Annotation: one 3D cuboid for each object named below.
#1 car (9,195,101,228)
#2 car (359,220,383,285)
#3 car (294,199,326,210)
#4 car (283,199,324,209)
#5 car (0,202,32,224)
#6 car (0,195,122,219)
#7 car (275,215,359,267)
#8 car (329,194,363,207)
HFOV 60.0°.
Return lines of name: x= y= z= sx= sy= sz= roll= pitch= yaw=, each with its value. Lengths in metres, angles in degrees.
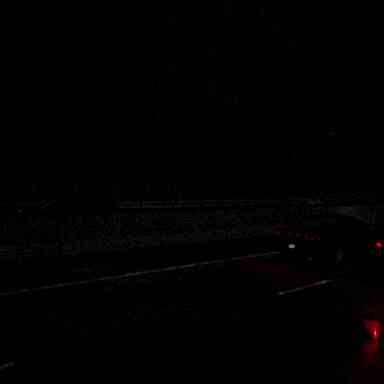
car: x=-9.396 y=1.257 z=23.115 sx=5.566 sy=2.045 sz=2.150 roll=1 pitch=0 yaw=-36
car: x=6.548 y=1.407 z=8.475 sx=4.553 sy=1.767 sz=2.097 roll=1 pitch=0 yaw=-36
car: x=16.306 y=1.656 z=45.956 sx=4.674 sy=1.442 sz=1.812 roll=0 pitch=0 yaw=-36
car: x=10.983 y=1.676 z=33.491 sx=4.181 sy=1.385 sz=1.994 roll=0 pitch=0 yaw=-36
car: x=-14.394 y=1.505 z=23.832 sx=4.902 sy=1.511 sz=2.128 roll=0 pitch=0 yaw=-36
car: x=-6.290 y=1.249 z=16.724 sx=5.566 sy=2.045 sz=2.150 roll=0 pitch=0 yaw=-36
car: x=5.088 y=1.537 z=11.736 sx=5.008 sy=1.535 sz=1.882 roll=0 pitch=0 yaw=-36
car: x=20.783 y=1.359 z=44.870 sx=5.566 sy=2.045 sz=2.150 roll=0 pitch=0 yaw=-36
